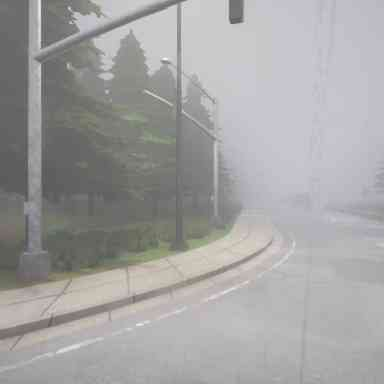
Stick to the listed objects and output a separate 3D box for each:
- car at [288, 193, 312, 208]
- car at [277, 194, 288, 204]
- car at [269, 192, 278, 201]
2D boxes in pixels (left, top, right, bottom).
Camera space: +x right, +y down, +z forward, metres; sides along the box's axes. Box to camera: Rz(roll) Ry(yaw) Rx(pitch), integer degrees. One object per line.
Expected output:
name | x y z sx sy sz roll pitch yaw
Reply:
car | 15.828 1.222 48.378 2.150 2.045 5.566 0 0 8
car | 17.781 1.352 62.277 2.097 1.767 4.553 0 0 8
car | 20.950 1.500 85.760 1.837 1.490 4.892 0 0 8
